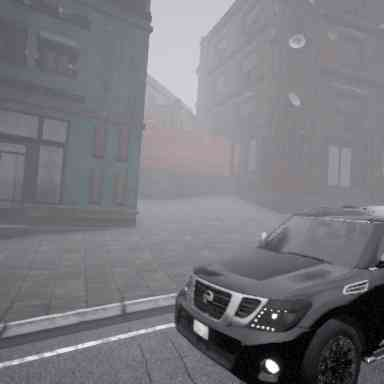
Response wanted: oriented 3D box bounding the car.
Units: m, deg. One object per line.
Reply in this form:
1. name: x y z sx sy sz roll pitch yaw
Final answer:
1. car: 2.507 1.258 5.220 5.566 2.045 2.150 1 -1 -30
